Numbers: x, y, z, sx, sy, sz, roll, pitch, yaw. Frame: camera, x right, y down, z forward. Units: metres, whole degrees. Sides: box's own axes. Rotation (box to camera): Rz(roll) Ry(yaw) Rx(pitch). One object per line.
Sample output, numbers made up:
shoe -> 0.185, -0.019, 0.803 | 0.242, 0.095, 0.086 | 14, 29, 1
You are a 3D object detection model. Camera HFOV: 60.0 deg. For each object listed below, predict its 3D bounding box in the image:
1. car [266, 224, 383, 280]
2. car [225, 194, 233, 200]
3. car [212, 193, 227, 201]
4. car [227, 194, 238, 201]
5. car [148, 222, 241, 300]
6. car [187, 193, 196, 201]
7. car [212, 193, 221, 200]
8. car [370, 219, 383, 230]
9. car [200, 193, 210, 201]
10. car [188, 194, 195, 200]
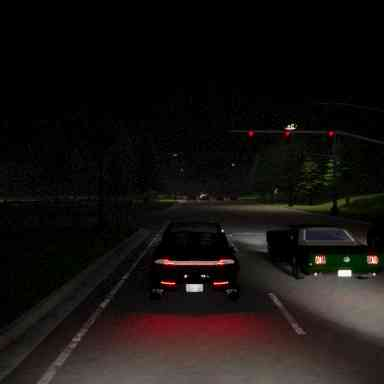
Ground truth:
car -> 3.561, 1.601, 9.942 | 1.895, 1.301, 4.718 | 0, 0, 0
car -> 10.326, 1.332, 92.644 | 1.837, 1.490, 4.892 | 0, 0, 0
car -> 6.846, 1.531, 82.217 | 2.033, 1.411, 5.357 | 0, 0, 0
car -> 10.345, 1.516, 82.640 | 1.812, 1.442, 4.674 | 0, 0, 0
car -> 0.055, 1.492, 8.344 | 2.128, 1.511, 4.902 | 0, 0, 0
car -> -0.154, 1.217, 82.234 | 2.150, 2.045, 5.566 | 0, 0, 0
car -> 6.826, 1.187, 92.607 | 2.097, 1.767, 4.553 | 0, 0, 0
car -> 7.056, 1.221, 9.039 | 2.150, 2.045, 5.566 | 0, 0, 0
car -> 3.345, 1.545, 82.627 | 1.994, 1.385, 4.181 | 0, 0, 0
car -> -0.174, 1.310, 92.624 | 1.882, 1.535, 5.008 | 0, 0, 0
